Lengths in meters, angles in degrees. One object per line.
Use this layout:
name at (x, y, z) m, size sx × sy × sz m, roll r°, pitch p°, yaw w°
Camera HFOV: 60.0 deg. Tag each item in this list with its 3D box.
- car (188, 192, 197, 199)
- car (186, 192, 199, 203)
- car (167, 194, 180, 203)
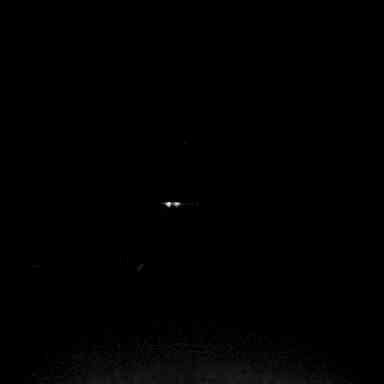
car at (0.061, 0.728, 71.301) m, size 1.837 × 1.490 × 4.892 m, roll 0°, pitch 1°, yaw 0°
car at (0.145, 0.919, 53.318) m, size 1.882 × 1.535 × 5.008 m, roll 0°, pitch 1°, yaw 0°
car at (-2.959, 0.985, 53.732) m, size 2.033 × 1.411 × 5.357 m, roll 0°, pitch 1°, yaw 0°
